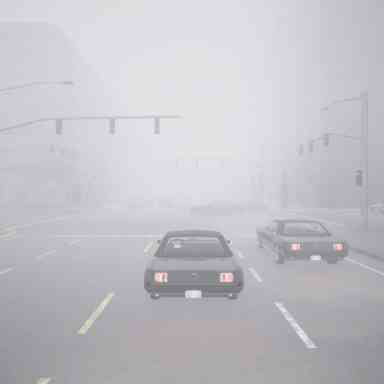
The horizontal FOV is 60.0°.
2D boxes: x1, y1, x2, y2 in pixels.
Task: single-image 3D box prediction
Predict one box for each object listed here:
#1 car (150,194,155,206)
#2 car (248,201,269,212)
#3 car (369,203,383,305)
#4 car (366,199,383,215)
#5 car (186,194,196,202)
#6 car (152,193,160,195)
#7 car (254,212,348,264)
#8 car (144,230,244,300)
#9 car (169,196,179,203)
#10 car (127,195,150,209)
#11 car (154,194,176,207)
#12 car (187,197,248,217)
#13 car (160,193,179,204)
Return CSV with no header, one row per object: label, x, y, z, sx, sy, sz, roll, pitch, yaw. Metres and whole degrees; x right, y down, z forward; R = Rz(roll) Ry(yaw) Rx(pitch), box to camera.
car,-7.498,1.526,54.517,1.812,1.442,4.674,0,0,1
car,5.938,1.630,36.656,4.718,1.301,1.895,0,0,27
car,3.594,1.221,2.002,2.150,2.045,5.566,0,0,0
car,20.988,1.533,34.362,5.008,1.535,1.882,0,0,0
car,-0.197,1.355,76.967,2.097,1.767,4.553,0,0,1
car,-7.312,1.219,67.487,2.150,2.045,5.566,0,0,1
car,3.551,1.601,11.754,1.895,1.301,4.718,0,0,0
car,0.044,1.601,8.369,1.895,1.301,4.718,0,0,0
car,-3.770,1.552,70.064,1.994,1.385,4.181,0,0,1
car,-7.550,1.352,45.769,2.097,1.767,4.553,0,0,1
car,-4.006,1.492,50.457,2.128,1.511,4.902,0,0,0
car,2.273,1.503,30.884,5.008,1.535,1.882,0,0,0
car,-3.935,1.221,60.152,2.150,2.045,5.566,0,0,1
